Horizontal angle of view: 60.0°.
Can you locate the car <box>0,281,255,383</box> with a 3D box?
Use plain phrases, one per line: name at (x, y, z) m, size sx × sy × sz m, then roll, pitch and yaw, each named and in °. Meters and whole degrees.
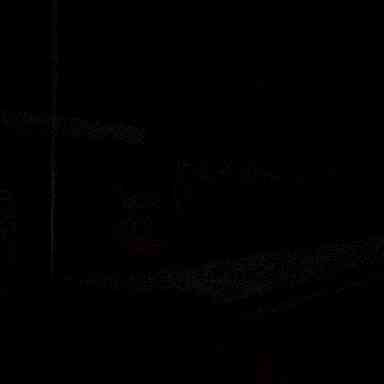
car at (-1.796, 1.477, 2.095) m, size 5.008 × 1.535 × 1.882 m, roll 0°, pitch 0°, yaw -35°
